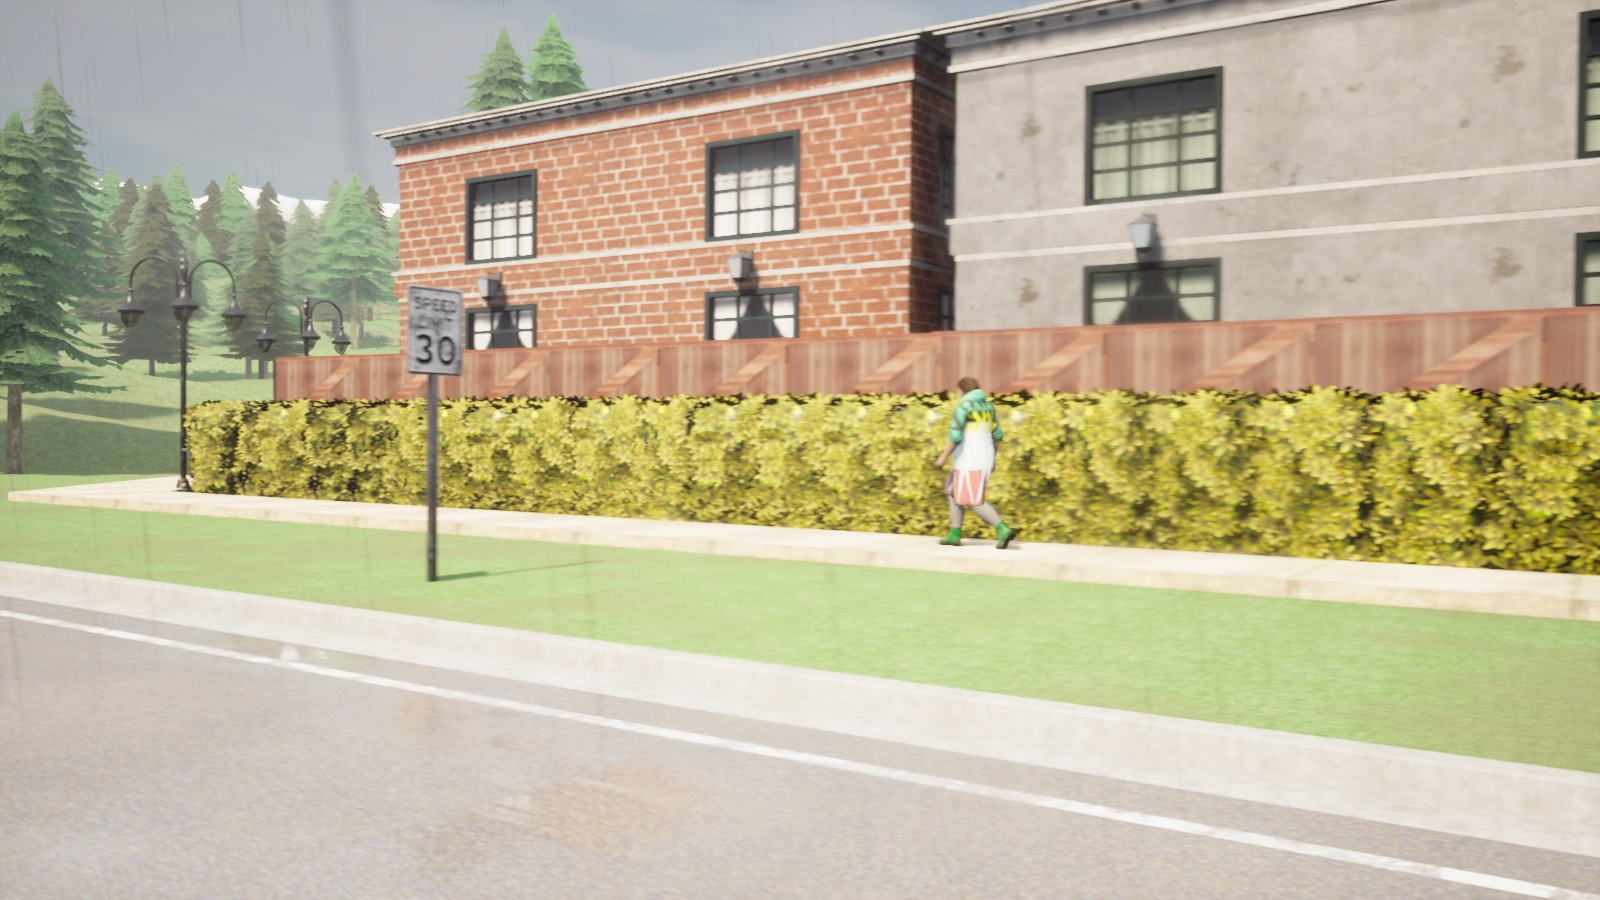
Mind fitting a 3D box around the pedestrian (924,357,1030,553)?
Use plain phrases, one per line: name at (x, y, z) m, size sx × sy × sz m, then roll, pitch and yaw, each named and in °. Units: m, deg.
pedestrian at (1.837, 0.046, 13.020) m, size 0.873 × 1.952 × 0.659 m, roll 0°, pitch 1°, yaw 34°
